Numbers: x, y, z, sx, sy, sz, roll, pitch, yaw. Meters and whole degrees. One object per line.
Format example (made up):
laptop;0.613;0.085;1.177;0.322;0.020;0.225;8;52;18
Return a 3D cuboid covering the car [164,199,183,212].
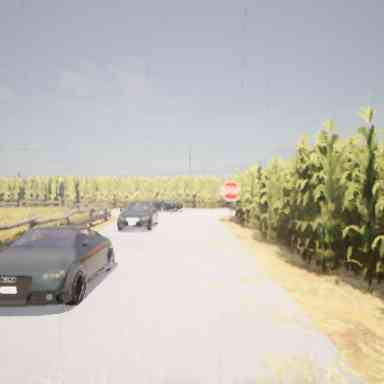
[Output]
car;-3.265;1.344;34.589;4.718;1.301;1.895;0;0;43

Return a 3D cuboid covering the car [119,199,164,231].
car;-3.098;1.345;19.747;2.128;1.511;4.902;0;0;0

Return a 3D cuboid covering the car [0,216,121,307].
car;-3.187;1.506;7.779;1.994;1.385;4.181;0;0;0
